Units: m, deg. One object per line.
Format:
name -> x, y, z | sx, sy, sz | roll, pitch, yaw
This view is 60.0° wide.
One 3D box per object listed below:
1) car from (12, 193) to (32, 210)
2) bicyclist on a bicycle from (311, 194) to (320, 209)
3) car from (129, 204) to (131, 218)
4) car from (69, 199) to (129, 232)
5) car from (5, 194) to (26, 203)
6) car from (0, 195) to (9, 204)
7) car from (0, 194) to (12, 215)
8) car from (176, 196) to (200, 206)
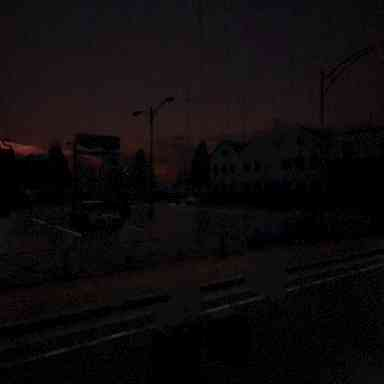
car -> -19.750, 1.086, 38.215 | 1.905, 1.878, 3.866 | 0, 0, -36
bicyclist on a bicycle -> 13.745, 1.091, 36.892 | 1.656, 1.620, 0.582 | 0, 0, -35
car -> -6.363, 1.303, 25.813 | 2.007, 1.523, 4.514 | 0, 0, -36
car -> -5.233, 1.241, 17.950 | 1.970, 1.475, 3.806 | 0, 0, -36
car -> -38.888, 1.317, 73.296 | 3.866, 1.878, 1.905 | 0, 0, -36
car -> -39.115, 1.488, 66.167 | 4.611, 1.667, 2.242 | 0, 0, -36
car -> -17.837, 1.110, 29.905 | 1.932, 1.855, 4.605 | 0, 0, -36
car -> -0.560, 1.320, 50.274 | 1.812, 1.442, 4.674 | 0, 0, -35
